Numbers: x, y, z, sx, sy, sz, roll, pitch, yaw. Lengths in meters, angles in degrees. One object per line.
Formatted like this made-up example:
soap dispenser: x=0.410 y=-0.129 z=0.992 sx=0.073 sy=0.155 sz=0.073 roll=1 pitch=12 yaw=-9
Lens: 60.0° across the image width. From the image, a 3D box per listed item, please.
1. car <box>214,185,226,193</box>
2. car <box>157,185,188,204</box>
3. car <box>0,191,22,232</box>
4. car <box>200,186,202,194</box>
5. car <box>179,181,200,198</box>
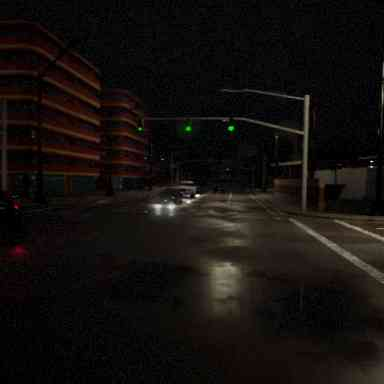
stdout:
car: x=4.983 y=-0.574 z=60.008 sx=1.837 sy=1.490 sz=4.892 roll=1 pitch=2 yaw=7
car: x=-2.057 y=0.323 z=32.915 sx=2.033 sy=1.411 sz=5.357 roll=1 pitch=2 yaw=7
car: x=-8.899 y=0.671 z=13.383 sx=4.553 sy=1.767 sz=2.097 roll=3 pitch=3 yaw=35
car: x=0.634 y=-0.370 z=53.492 sx=2.033 sy=1.411 sz=5.357 roll=1 pitch=2 yaw=7
car: x=-0.721 y=-0.346 z=43.101 sx=2.150 sy=2.045 sz=5.566 roll=1 pitch=2 yaw=8
